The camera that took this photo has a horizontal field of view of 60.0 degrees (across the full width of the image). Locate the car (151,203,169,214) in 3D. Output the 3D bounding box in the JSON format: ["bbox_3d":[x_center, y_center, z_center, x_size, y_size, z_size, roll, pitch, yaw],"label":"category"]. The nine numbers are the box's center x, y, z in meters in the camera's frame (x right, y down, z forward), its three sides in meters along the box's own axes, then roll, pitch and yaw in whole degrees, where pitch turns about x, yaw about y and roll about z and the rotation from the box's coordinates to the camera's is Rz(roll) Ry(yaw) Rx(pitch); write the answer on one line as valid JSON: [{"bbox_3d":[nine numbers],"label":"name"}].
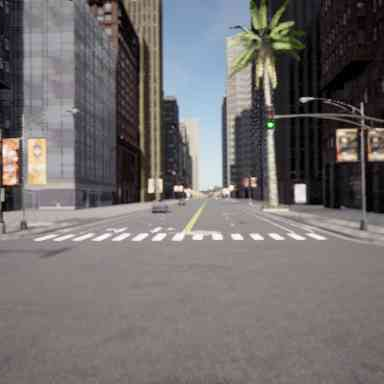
[{"bbox_3d":[-4.074,2.113,43.437,2.033,1.411,5.357,-1,0,3],"label":"car"}]

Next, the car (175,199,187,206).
[{"bbox_3d":[-2.286,2.415,76.800,1.837,1.490,4.892,-1,-1,3],"label":"car"}]
